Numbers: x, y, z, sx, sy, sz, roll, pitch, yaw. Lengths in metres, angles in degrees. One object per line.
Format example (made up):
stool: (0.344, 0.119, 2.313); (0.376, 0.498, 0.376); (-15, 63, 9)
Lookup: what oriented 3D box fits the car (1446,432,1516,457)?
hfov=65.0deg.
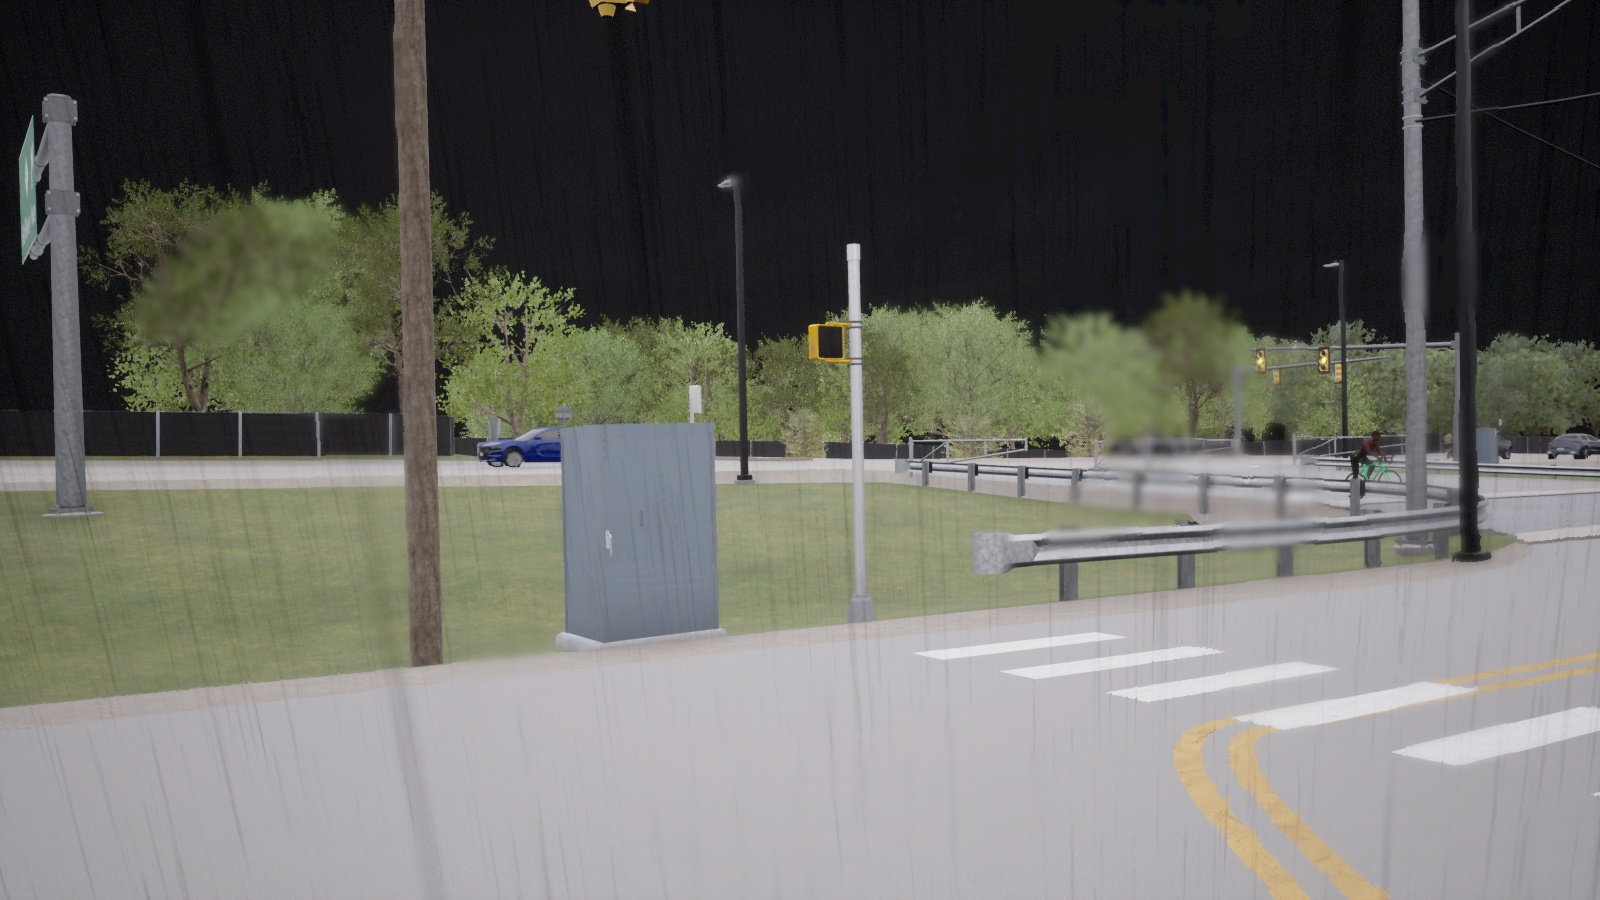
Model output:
car: (42.973, -0.366, 79.235); (4.514, 1.525, 2.007); (0, 0, -34)

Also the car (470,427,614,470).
car: (-9.724, -0.076, 47.565); (5.008, 1.535, 1.882); (0, 0, -35)

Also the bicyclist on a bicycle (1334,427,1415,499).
bicyclist on a bicycle: (13.444, 0.322, 29.412); (0.582, 1.620, 1.656); (-1, -2, -27)

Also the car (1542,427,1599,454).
car: (49.235, -0.572, 79.262); (5.027, 1.651, 2.152); (0, 0, -34)
